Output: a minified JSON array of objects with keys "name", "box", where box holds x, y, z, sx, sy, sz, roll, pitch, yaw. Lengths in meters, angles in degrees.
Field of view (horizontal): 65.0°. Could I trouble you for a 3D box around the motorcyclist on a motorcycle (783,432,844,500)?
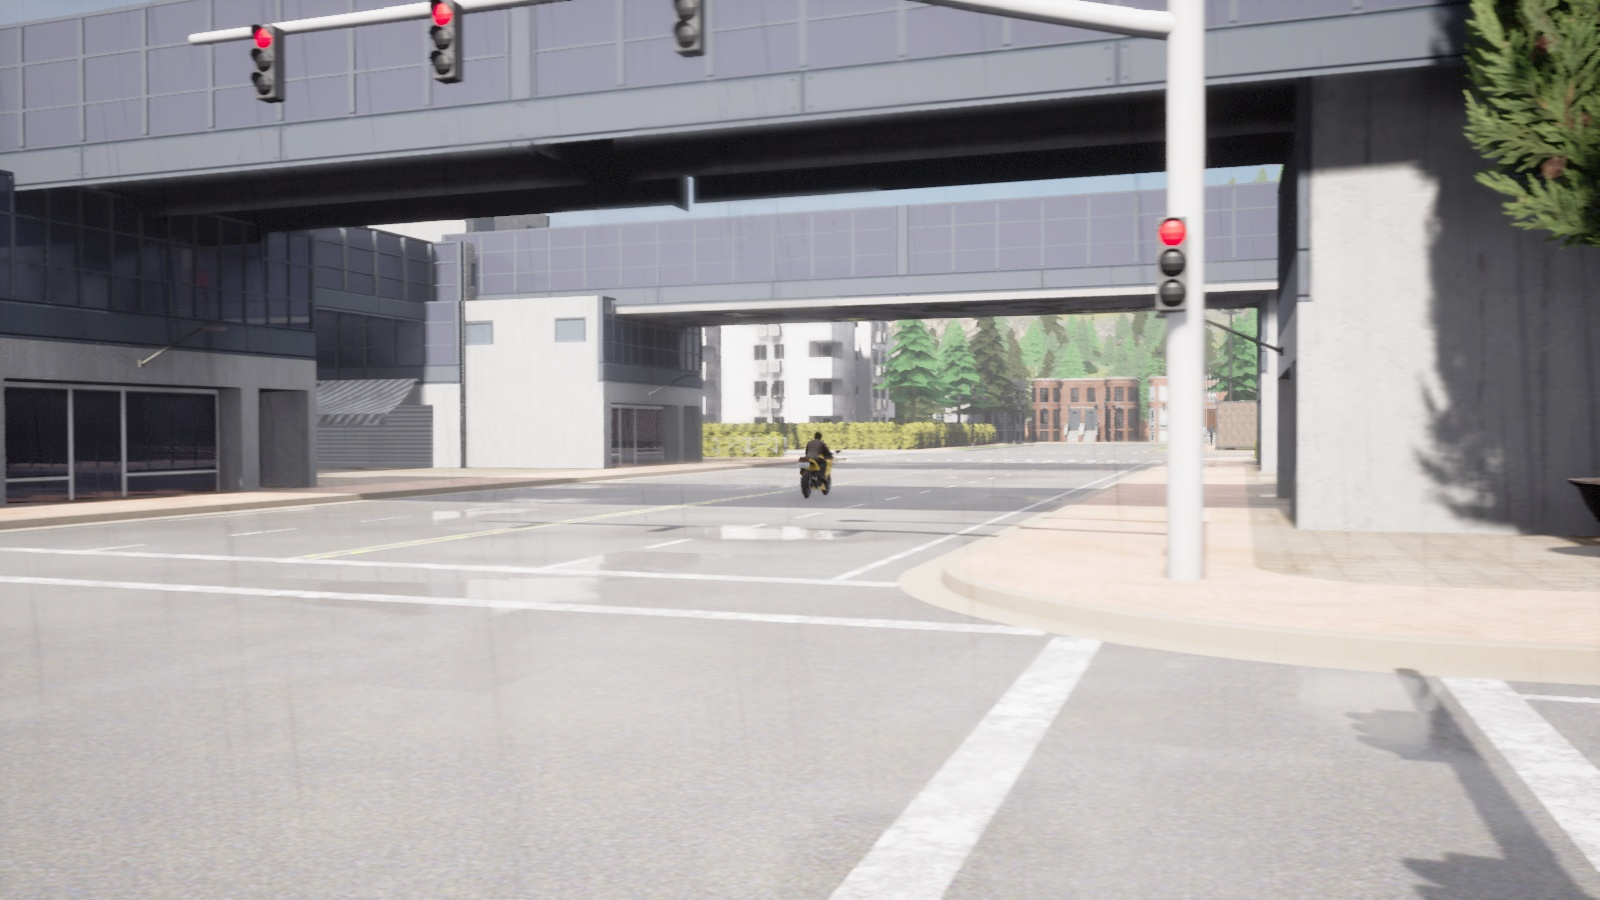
[{"name":"motorcyclist on a motorcycle","box":[0.328,0.342,29.121,0.797,1.523,2.044,1,1,19]}]
